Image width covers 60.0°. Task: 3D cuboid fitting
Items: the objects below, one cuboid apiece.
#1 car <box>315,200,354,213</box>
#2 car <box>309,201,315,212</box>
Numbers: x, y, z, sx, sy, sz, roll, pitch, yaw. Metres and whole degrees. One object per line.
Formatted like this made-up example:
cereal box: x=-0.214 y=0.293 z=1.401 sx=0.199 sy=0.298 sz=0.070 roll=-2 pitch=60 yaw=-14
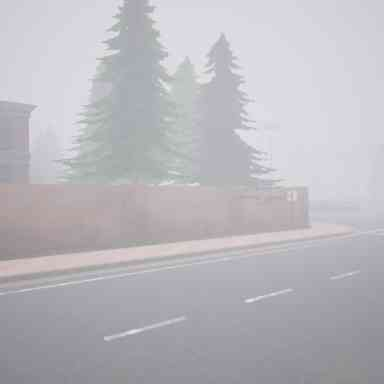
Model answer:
car: x=14.833 y=1.545 z=36.600 sx=2.033 sy=1.411 sz=5.357 roll=0 pitch=0 yaw=-35
car: x=10.573 y=1.502 z=36.561 sx=1.837 sy=1.490 sz=4.892 roll=0 pitch=0 yaw=-35
